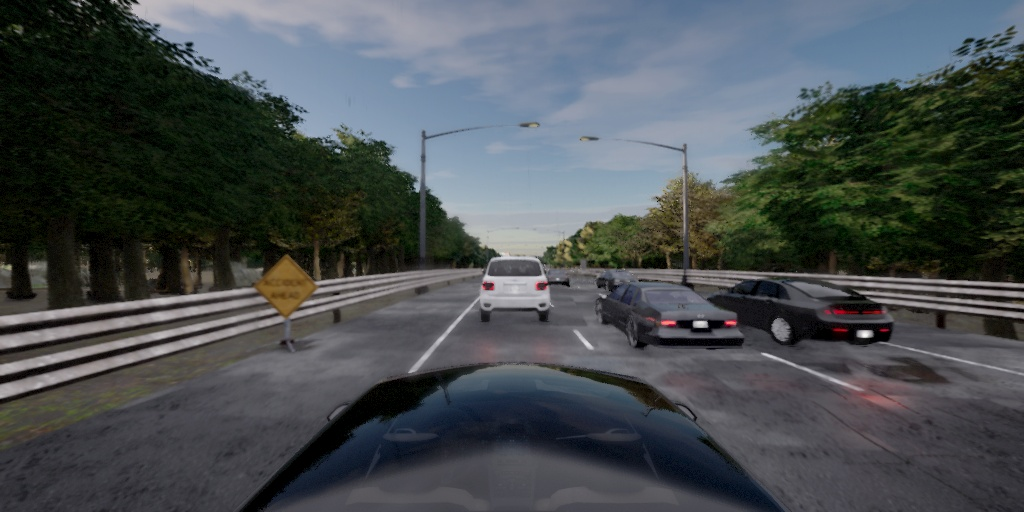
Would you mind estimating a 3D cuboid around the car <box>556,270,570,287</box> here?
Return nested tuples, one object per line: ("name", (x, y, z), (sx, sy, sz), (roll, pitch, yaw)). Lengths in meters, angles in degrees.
("car", (3.577, 1.817, 29.834), (1.994, 1.385, 4.181), (0, -2, 0))

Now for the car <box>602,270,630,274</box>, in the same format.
("car", (7.060, 1.650, 24.537), (2.033, 1.411, 5.357), (0, -1, 0))

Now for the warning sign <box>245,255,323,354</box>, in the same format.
("warning sign", (-4.552, 0.903, 7.253), (1.300, 1.860, 1.060), (0, 0, 0))

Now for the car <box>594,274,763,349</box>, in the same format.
("car", (3.562, 1.360, 9.260), (2.033, 1.411, 5.357), (0, -1, 0))

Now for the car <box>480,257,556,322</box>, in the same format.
("car", (0.083, 1.080, 12.956), (2.150, 2.045, 5.566), (0, -1, 0))

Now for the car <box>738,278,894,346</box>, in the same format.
("car", (7.060, 1.323, 9.584), (1.837, 1.490, 4.892), (0, 0, 0))
